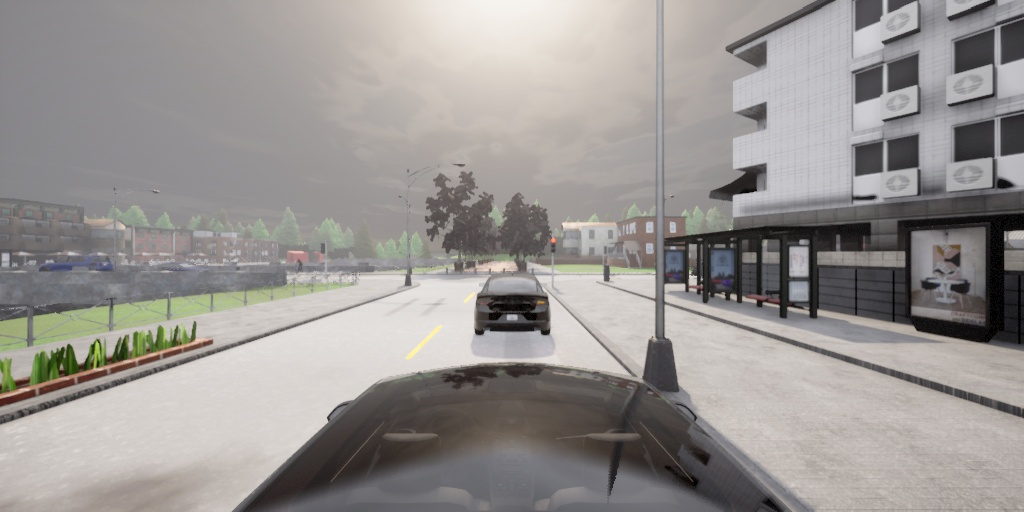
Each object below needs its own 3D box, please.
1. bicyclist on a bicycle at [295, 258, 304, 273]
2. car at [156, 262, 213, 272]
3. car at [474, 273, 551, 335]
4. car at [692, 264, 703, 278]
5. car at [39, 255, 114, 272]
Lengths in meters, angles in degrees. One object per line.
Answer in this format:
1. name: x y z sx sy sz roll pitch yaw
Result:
1. bicyclist on a bicycle: -23.462 1.082 39.554 0.582 1.620 1.656 0 0 0
2. car: -28.713 1.263 31.167 4.674 1.442 1.812 0 0 0
3. car: 0.025 1.224 10.502 1.882 1.535 5.008 0 0 0
4. car: 18.389 1.242 31.255 4.892 1.490 1.837 0 0 0
5. car: -42.686 0.957 35.230 5.566 2.045 2.150 0 0 0
